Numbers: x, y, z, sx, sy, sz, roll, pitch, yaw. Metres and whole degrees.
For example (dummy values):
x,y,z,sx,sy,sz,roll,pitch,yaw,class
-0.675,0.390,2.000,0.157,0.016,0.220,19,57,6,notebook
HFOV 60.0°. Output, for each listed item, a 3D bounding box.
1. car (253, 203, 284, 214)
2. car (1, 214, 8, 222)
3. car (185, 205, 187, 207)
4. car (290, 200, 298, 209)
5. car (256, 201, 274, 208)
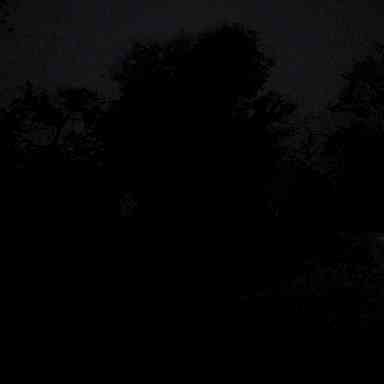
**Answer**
x,y,z,sx,sy,sz,roll,pitch,yaw,class
11.983,2.927,53.041,1.837,1.490,4.892,4,-4,-41,car
-22.509,2.775,38.170,2.002,1.452,4.674,0,-1,-41,car
-1.688,2.812,56.143,2.002,1.452,4.674,0,-1,-41,car
22.361,2.941,77.209,2.435,2.045,5.566,2,-2,-41,car
19.988,3.441,91.401,2.185,1.767,4.553,2,-2,-41,car
